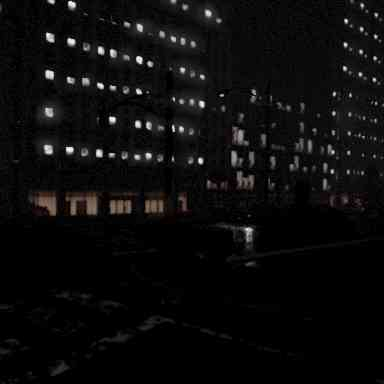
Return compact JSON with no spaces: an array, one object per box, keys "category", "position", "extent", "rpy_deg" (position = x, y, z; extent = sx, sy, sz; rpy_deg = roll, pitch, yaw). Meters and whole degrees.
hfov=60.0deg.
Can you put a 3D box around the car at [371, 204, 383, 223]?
[{"category":"car","position":[17.648,1.976,28.331],"extent":[4.507,1.381,1.887],"rpy_deg":[0,1,-34]}]

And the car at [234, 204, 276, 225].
[{"category":"car","position":[5.532,1.755,26.622],"extent":[4.674,1.442,1.812],"rpy_deg":[0,1,-34]}]

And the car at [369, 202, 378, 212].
[{"category":"car","position":[22.575,1.894,41.230],"extent":[4.313,1.339,1.947],"rpy_deg":[0,1,-34]}]

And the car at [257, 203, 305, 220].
[{"category":"car","position":[8.526,1.760,31.646],"extent":[4.403,1.369,2.008],"rpy_deg":[0,1,-34]}]

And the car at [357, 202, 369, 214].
[{"category":"car","position":[17.752,1.813,37.939],"extent":[4.829,1.417,1.752],"rpy_deg":[0,1,-34]}]

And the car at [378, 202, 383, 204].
[{"category":"car","position":[24.591,1.917,39.566],"extent":[4.674,1.442,1.812],"rpy_deg":[1,1,-34]}]

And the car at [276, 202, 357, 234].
[{"category":"car","position":[8.286,1.667,21.939],"extent":[5.009,1.841,2.192],"rpy_deg":[0,1,-34]}]
